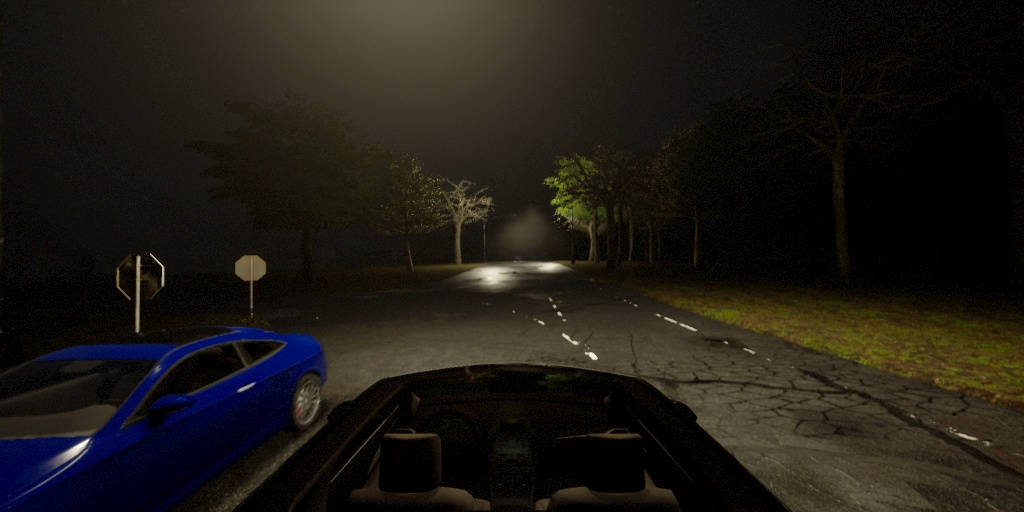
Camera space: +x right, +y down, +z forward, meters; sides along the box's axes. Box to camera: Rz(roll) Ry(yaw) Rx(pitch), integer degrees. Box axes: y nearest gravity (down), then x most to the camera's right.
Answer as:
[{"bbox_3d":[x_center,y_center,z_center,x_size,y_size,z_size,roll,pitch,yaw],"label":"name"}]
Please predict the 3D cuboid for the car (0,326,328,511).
[{"bbox_3d":[-3.517,1.499,3.317,1.812,1.442,4.674,-1,0,0],"label":"car"}]
